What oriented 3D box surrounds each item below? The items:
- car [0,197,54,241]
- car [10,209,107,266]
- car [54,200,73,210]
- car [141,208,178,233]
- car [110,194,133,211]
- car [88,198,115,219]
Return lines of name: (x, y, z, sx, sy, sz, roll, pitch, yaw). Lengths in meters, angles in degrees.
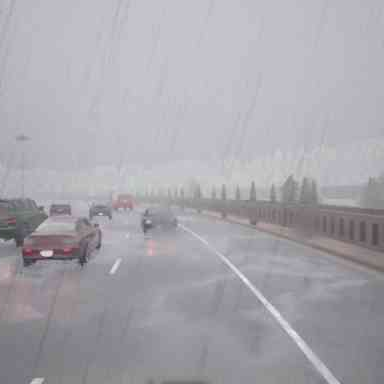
car: (-8.363, 1.254, 15.431, 2.150, 2.045, 5.566, 0, 0, -9)
car: (-4.321, 1.542, 11.572, 1.812, 1.442, 4.674, 0, 0, -7)
car: (-13.103, 1.528, 33.371, 1.882, 1.535, 5.008, 0, 0, -19)
car: (-2.102, 1.609, 19.982, 1.895, 1.301, 4.718, 0, 0, -11)
car: (-8.976, 1.255, 41.935, 2.150, 2.045, 5.566, 0, 0, -23)
car: (-8.088, 1.536, 29.354, 1.837, 1.490, 4.892, 0, 0, -16)
